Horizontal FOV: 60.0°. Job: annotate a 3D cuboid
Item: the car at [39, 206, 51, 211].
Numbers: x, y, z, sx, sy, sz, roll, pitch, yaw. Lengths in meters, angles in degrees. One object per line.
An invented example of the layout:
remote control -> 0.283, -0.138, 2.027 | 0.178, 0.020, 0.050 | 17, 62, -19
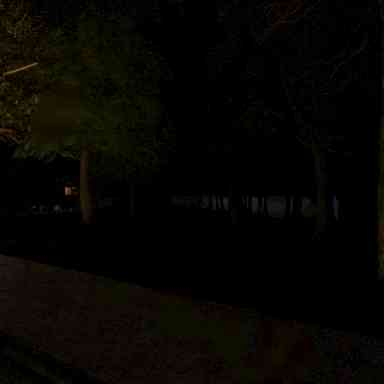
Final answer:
car -> -38.355, 4.270, 86.988 | 1.994, 1.385, 4.181 | 0, -2, -9

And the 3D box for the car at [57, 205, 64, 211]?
car -> -35.149, 4.233, 87.523 | 2.128, 1.511, 4.902 | 0, -2, -9

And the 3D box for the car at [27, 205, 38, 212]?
car -> -36.705, 3.907, 77.083 | 1.837, 1.490, 4.892 | 0, -2, -9

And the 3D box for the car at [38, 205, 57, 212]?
car -> -33.437, 3.882, 77.240 | 1.837, 1.490, 4.892 | 0, -2, -9
